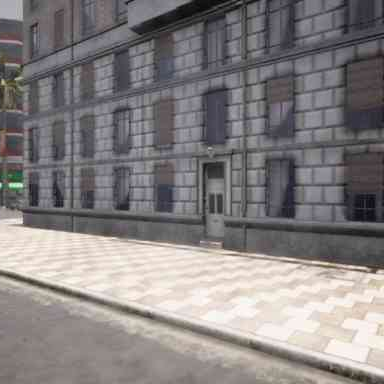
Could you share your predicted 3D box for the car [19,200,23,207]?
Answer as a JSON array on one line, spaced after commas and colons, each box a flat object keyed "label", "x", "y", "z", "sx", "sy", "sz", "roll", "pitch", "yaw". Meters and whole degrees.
[{"label": "car", "x": -17.746, "y": 1.526, "z": 40.112, "sx": 1.812, "sy": 1.442, "sz": 4.674, "roll": 0, "pitch": 0, "yaw": 36}]

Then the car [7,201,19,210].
[{"label": "car", "x": -20.842, "y": 1.564, "z": 41.796, "sx": 1.994, "sy": 1.385, "sz": 4.181, "roll": 0, "pitch": 0, "yaw": 36}]
